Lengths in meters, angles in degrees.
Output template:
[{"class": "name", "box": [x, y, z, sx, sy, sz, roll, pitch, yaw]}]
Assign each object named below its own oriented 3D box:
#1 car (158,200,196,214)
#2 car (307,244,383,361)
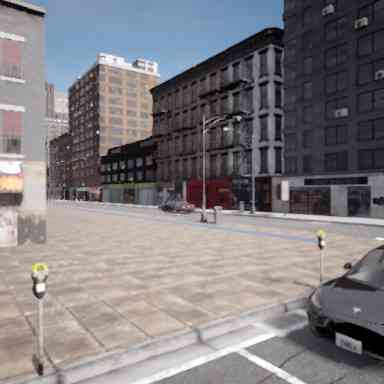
[{"class": "car", "box": [-1.774, 1.568, 36.614, 2.033, 1.411, 5.357, 0, 0, -35]}, {"class": "car", "box": [3.762, 1.549, 5.495, 4.313, 1.339, 1.947, 0, 0, -35]}]
